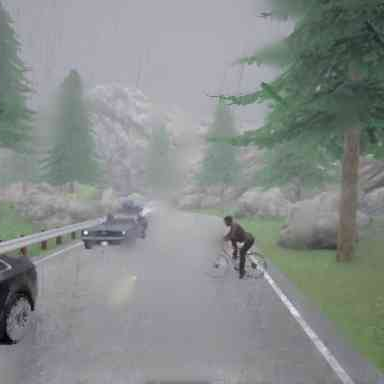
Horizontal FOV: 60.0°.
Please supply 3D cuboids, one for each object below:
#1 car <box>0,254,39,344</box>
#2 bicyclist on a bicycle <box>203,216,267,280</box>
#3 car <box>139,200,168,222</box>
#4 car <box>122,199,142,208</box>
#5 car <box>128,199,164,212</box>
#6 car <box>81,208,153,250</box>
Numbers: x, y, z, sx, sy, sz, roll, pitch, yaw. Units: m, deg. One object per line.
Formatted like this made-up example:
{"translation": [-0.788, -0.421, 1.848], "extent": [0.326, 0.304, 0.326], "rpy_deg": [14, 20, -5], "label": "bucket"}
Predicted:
{"translation": [-3.522, 1.489, 3.612], "extent": [2.128, 1.511, 4.902], "rpy_deg": [0, 0, 2], "label": "car"}
{"translation": [1.098, 1.442, 8.561], "extent": [1.656, 1.620, 0.582], "rpy_deg": [0, 0, 1], "label": "bicyclist on a bicycle"}
{"translation": [-2.921, 1.503, 26.111], "extent": [1.812, 1.442, 4.674], "rpy_deg": [0, 0, -6], "label": "car"}
{"translation": [-5.335, 1.449, 32.793], "extent": [1.882, 1.535, 5.008], "rpy_deg": [0, 0, -32], "label": "car"}
{"translation": [-5.378, 1.567, 38.486], "extent": [1.895, 1.301, 4.718], "rpy_deg": [0, 0, -42], "label": "car"}
{"translation": [-3.149, 1.588, 14.474], "extent": [1.895, 1.301, 4.718], "rpy_deg": [0, 0, 2], "label": "car"}
